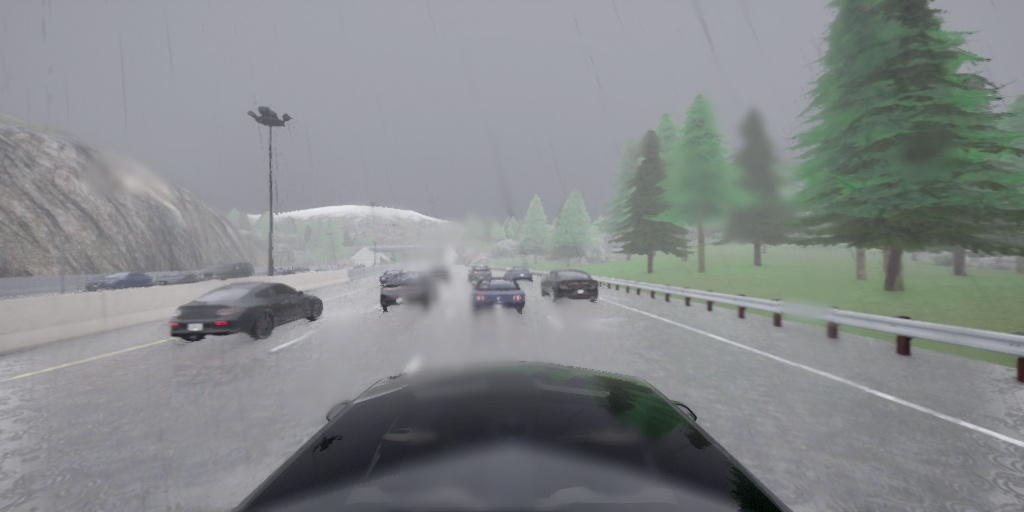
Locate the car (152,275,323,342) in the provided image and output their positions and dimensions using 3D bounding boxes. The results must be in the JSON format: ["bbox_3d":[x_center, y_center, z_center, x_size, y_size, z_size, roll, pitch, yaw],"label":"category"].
[{"bbox_3d":[-7.342,1.467,10.443,1.812,1.442,4.674,-1,0,-4],"label":"car"}]

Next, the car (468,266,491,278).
[{"bbox_3d":[-2.843,1.599,31.871,2.128,1.511,4.902,-1,-1,-9],"label":"car"}]

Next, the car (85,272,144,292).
[{"bbox_3d":[-30.851,1.976,28.496,1.812,1.442,4.674,-1,-1,-10],"label":"car"}]

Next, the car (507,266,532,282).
[{"bbox_3d":[0.554,1.635,32.757,1.994,1.385,4.181,-1,-1,-9],"label":"car"}]

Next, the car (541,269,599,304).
[{"bbox_3d":[2.624,1.358,17.360,1.882,1.535,5.008,-1,-1,-5],"label":"car"}]

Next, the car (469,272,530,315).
[{"bbox_3d":[-0.610,1.493,14.372,1.895,1.301,4.718,-1,-1,-5],"label":"car"}]

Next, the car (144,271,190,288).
[{"bbox_3d":[-27.537,1.984,29.813,1.994,1.385,4.181,-1,-1,-10],"label":"car"}]

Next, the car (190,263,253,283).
[{"bbox_3d":[-24.123,1.607,30.648,2.150,2.045,5.566,-1,-1,-10],"label":"car"}]

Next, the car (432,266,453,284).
[{"bbox_3d":[-6.343,1.658,31.607,1.837,1.490,4.892,-1,0,-9],"label":"car"}]

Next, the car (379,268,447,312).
[{"bbox_3d":[-4.220,1.443,15.415,2.128,1.511,4.902,-1,-1,-5],"label":"car"}]

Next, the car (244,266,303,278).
[{"bbox_3d":[-20.713,1.836,31.424,2.128,1.511,4.902,-1,-1,-11],"label":"car"}]
